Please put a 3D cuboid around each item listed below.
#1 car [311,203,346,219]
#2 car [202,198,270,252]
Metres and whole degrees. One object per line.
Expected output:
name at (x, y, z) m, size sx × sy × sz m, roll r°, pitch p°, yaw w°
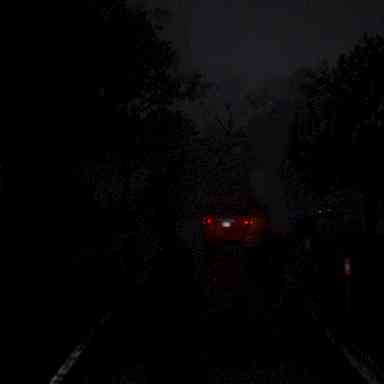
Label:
car at (12.676, 1.716, 30.851) m, size 1.994 × 1.385 × 4.181 m, roll -1°, pitch -1°, yaw 42°
car at (2.098, 1.273, 14.537) m, size 2.150 × 2.045 × 5.566 m, roll 0°, pitch 0°, yaw 18°
